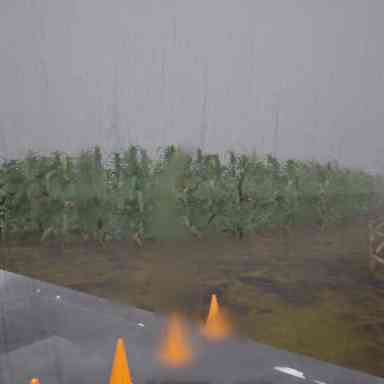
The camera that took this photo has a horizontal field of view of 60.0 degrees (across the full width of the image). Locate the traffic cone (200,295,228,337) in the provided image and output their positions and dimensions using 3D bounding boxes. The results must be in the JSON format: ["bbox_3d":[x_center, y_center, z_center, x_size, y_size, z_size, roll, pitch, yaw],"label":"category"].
[{"bbox_3d":[0.352,1.962,5.382,0.340,0.580,0.340,0,0,36],"label":"traffic cone"}]

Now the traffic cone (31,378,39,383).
[{"bbox_3d":[-1.394,1.954,2.945,0.340,0.580,0.340,0,0,36],"label":"traffic cone"}]

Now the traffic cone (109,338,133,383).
[{"bbox_3d":[-0.812,1.957,3.758,0.340,0.580,0.340,0,0,36],"label":"traffic cone"}]

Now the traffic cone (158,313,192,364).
[{"bbox_3d":[-0.230,1.960,4.570,0.340,0.580,0.340,0,0,36],"label":"traffic cone"}]
